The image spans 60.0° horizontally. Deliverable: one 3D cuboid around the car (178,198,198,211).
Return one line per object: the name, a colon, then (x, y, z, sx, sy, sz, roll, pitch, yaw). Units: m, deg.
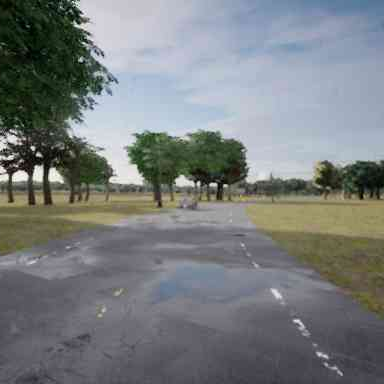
car: (-0.436, 1.504, 40.721, 2.128, 1.511, 4.902, 0, 0, 9)

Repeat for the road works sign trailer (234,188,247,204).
road works sign trailer: (11.056, 0.837, 76.018, 2.380, 3.560, 2.880, 0, -1, 17)
